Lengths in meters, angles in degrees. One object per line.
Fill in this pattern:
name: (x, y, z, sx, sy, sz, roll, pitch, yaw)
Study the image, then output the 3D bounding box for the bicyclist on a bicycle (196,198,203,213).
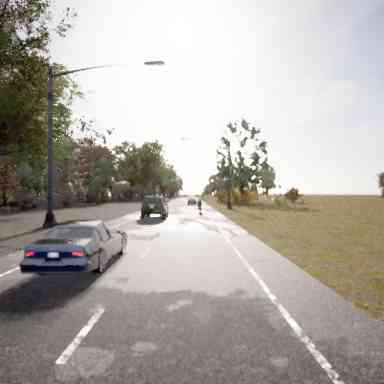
bicyclist on a bicycle: (0.955, 1.659, 38.379, 0.582, 1.620, 1.656, 0, -1, 0)

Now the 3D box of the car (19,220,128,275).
car: (-3.410, 1.605, 10.657, 2.033, 1.411, 5.357, 0, 0, 0)

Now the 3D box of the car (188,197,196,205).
car: (-0.006, 1.917, 69.323, 2.033, 1.411, 5.357, 0, 0, 0)

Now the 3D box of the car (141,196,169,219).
car: (-3.407, 1.388, 31.087, 2.150, 2.045, 5.566, 0, 0, 0)

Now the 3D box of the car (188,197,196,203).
car: (-0.014, 1.918, 79.342, 1.837, 1.490, 4.892, 0, 0, 0)

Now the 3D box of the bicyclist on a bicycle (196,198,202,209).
bicyclist on a bicycle: (0.967, 1.696, 48.323, 0.866, 1.612, 1.509, 0, 0, 0)
